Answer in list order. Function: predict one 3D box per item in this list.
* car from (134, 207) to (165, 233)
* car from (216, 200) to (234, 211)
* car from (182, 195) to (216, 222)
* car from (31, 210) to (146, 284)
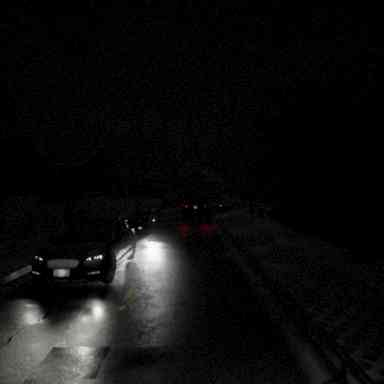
[{"bbox_3d":[-2.750,1.600,19.934,1.895,1.301,4.718,0,0,0],"label":"car"},{"bbox_3d":[4.195,1.711,43.195,1.994,1.385,4.181,0,-1,19],"label":"car"},{"bbox_3d":[0.554,1.227,26.914,2.150,2.045,5.566,0,0,7],"label":"car"},{"bbox_3d":[-2.829,1.491,9.672,2.128,1.511,4.902,0,0,0],"label":"car"}]
